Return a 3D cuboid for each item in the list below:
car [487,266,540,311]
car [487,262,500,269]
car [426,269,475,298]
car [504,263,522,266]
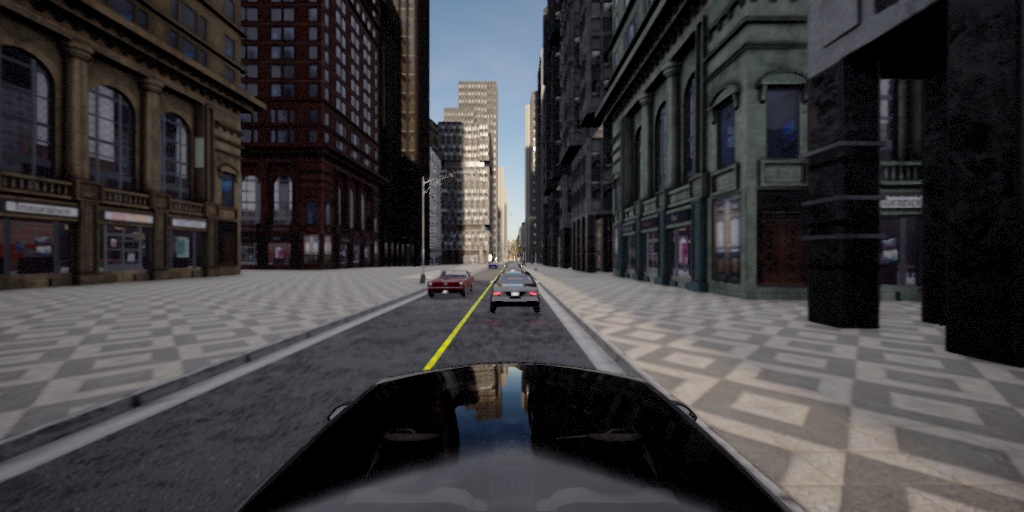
[{"bbox_3d":[0.104,1.309,14.363,2.033,1.411,5.357,0,0,0],"label":"car"},{"bbox_3d":[-3.036,1.596,59.567,1.895,1.301,4.718,0,-1,1],"label":"car"},{"bbox_3d":[-3.096,1.373,18.859,1.895,1.301,4.718,0,0,0],"label":"car"},{"bbox_3d":[0.109,1.390,35.877,1.994,1.385,4.181,0,0,0],"label":"car"}]
